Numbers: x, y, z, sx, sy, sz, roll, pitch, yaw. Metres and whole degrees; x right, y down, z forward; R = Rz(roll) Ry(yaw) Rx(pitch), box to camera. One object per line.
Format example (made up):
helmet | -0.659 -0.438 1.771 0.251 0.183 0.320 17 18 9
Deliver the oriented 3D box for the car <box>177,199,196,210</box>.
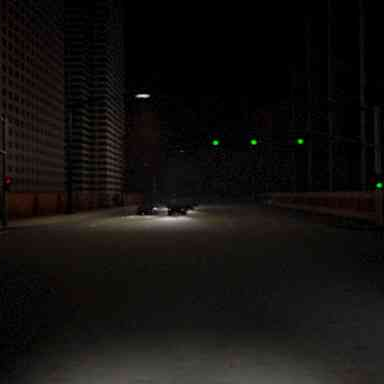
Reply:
car | -0.790 2.127 51.423 1.895 1.301 4.718 0 -1 4

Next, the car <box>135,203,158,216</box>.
car | -5.139 1.978 38.710 2.033 1.411 5.357 0 -1 4

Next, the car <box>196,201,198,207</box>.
car | 0.089 2.149 63.586 1.837 1.490 4.892 0 -1 4

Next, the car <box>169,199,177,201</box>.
car | -3.521 2.151 62.449 2.128 1.511 4.902 0 -1 4

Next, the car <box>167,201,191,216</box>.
car | -1.577 1.998 37.981 1.895 1.301 4.718 0 -1 4
